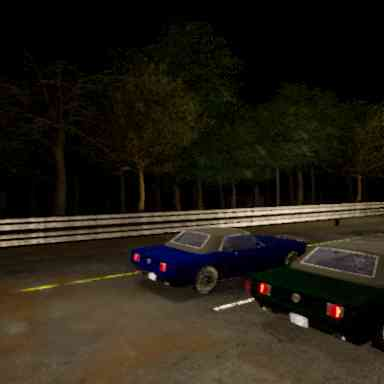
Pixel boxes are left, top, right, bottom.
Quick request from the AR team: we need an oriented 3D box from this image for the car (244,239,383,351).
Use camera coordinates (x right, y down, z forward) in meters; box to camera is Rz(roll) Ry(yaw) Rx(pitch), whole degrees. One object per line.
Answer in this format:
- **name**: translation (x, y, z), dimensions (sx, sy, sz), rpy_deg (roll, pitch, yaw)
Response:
- **car**: translation (3.378, 1.583, 6.147), dimensions (4.718, 1.301, 1.895), rpy_deg (0, 0, -35)

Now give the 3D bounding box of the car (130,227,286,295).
- **car**: translation (0.917, 1.585, 8.692), dimensions (4.718, 1.301, 1.895), rpy_deg (0, 0, -35)
